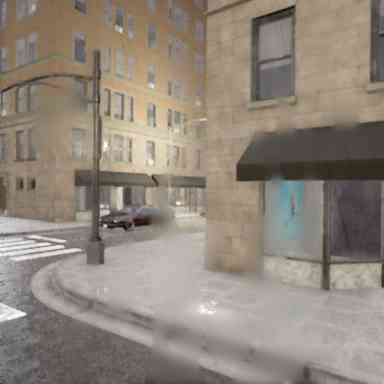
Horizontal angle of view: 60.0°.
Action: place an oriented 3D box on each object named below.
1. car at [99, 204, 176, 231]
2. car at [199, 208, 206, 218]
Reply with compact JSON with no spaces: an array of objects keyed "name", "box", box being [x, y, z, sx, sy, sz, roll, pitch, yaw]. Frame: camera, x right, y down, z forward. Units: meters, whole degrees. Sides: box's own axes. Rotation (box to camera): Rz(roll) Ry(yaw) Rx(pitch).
[{"name":"car","box":[-3.206,1.474,20.332,2.033,1.411,5.357,1,0,35]},{"name":"car","box":[2.789,1.530,28.789,2.033,1.411,5.357,1,0,36]}]
